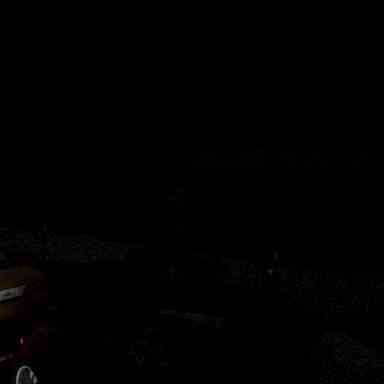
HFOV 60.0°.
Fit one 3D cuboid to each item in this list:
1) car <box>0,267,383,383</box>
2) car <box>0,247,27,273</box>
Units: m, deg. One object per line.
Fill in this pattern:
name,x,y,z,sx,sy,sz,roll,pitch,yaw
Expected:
car,0.011,1.580,3.070,4.206,1.307,1.802,0,1,36
car,-4.670,1.518,6.419,4.829,1.417,1.752,0,1,36
